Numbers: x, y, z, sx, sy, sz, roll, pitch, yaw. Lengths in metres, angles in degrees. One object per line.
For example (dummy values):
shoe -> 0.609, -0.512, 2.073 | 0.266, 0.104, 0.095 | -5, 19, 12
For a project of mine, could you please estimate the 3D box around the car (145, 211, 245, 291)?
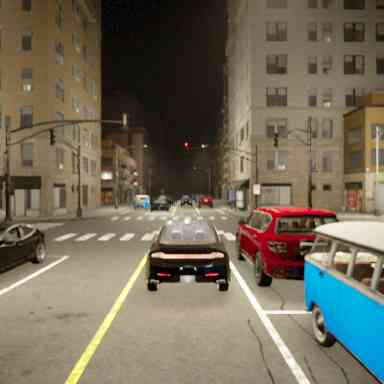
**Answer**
car -> -0.097, 1.487, 8.949 | 2.128, 1.511, 4.902 | 0, 0, 0

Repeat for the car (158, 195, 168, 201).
car -> -6.876, 1.503, 78.897 | 2.008, 1.369, 4.403 | 0, 0, -1

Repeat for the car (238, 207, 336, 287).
car -> 2.483, 1.311, 9.255 | 2.192, 1.841, 5.009 | 0, 0, -1

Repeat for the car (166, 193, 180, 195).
car -> -4.041, 1.471, 69.112 | 1.812, 1.442, 4.674 | 0, 0, -1

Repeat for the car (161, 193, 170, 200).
car -> -7.078, 1.260, 89.707 | 2.192, 1.841, 5.009 | 0, 0, -1

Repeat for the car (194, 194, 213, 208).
car -> 1.841, 1.289, 46.620 | 2.192, 1.841, 5.009 | 0, 0, -1

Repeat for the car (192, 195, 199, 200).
car -> 0.977, 1.470, 90.032 | 1.752, 1.417, 4.829 | 0, 0, -1

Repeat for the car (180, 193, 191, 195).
car -> -1.436, 1.494, 76.776 | 2.033, 1.411, 5.357 | 0, 0, -1

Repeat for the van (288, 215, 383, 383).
van -> 2.588, 1.339, 3.744 | 1.690, 1.788, 3.998 | 0, 0, -1

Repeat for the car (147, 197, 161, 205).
car -> -6.471, 1.512, 57.276 | 1.887, 1.381, 4.507 | 0, 0, -1

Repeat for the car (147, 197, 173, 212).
car -> -3.532, 1.543, 37.203 | 1.994, 1.385, 4.181 | 0, 0, -1

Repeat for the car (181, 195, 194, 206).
car -> -0.905, 1.570, 54.013 | 1.895, 1.301, 4.718 | 0, 0, -1

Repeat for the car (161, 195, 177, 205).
car -> -3.834, 1.570, 53.513 | 1.895, 1.301, 4.718 | 0, 0, -1

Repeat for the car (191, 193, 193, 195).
car -> 1.411, 1.275, 68.242 | 2.192, 1.841, 5.009 | 0, 0, -1

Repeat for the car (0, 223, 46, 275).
car -> -5.540, 1.562, 9.102 | 1.947, 1.339, 4.313 | 0, 0, -1

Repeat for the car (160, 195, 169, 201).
car -> -6.977, 1.515, 84.302 | 1.947, 1.339, 4.313 | 0, 0, -1

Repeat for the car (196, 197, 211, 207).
car -> 1.734, 1.522, 52.026 | 2.008, 1.369, 4.403 | 0, 0, -1

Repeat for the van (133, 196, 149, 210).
van -> -6.167, 1.319, 41.060 | 1.690, 1.788, 3.998 | 0, 0, -1

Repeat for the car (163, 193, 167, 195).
car -> -6.771, 1.482, 73.323 | 1.752, 1.417, 4.829 | 0, 0, -1
